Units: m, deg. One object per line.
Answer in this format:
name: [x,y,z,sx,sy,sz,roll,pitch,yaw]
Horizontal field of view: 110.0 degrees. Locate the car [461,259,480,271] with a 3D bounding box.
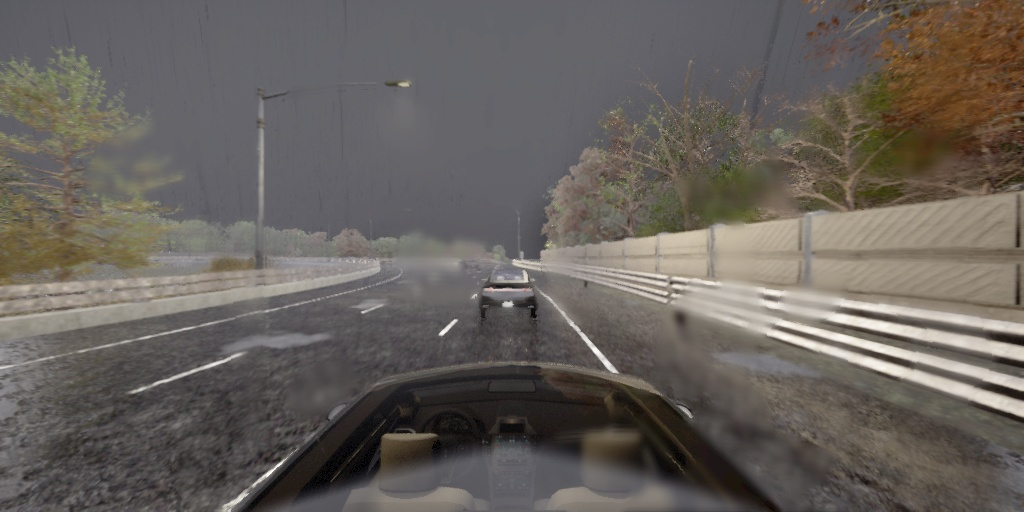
car: [-5.725,1.180,48.960,2.128,1.511,4.902,0,0,-18]

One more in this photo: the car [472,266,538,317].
car: [-0.116,1.230,13.078,2.128,1.511,4.902,0,0,0]
